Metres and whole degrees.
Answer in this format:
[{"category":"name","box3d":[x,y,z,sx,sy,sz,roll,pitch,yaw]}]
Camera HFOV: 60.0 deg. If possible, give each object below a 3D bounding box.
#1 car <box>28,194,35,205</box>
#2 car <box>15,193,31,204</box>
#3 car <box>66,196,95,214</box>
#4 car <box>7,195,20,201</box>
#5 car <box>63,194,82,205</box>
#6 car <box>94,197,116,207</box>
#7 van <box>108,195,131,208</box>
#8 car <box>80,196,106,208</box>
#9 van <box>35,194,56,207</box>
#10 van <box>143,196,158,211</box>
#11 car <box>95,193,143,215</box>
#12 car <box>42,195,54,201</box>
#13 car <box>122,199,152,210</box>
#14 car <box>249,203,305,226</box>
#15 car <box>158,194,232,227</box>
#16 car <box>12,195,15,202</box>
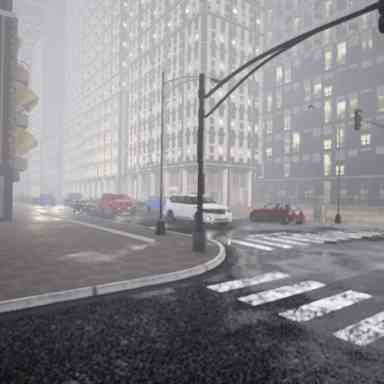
[{"category":"car","box3d":[-23.686,1.420,51.514,1.802,1.307,4.206,1,-1,-35]},{"category":"car","box3d":[-30.215,1.143,60.733,2.192,1.841,5.009,1,-1,-35]},{"category":"car","box3d":[-10.620,1.415,33.081,2.008,1.369,4.403,1,-1,-35]},{"category":"car","box3d":[-40.018,1.366,74.555,2.008,1.369,4.403,1,-1,-35]},{"category":"car","box3d":[-15.711,1.391,44.816,2.128,1.511,4.902,1,-1,-35]},{"category":"car","box3d":[-13.584,1.565,51.751,1.947,1.339,4.313,1,-1,-35]},{"category":"van","box3d":[-10.313,1.346,47.145,1.690,1.788,3.998,1,-1,-35]},{"category":"car","box3d":[-14.438,1.444,48.398,2.128,1.511,4.902,1,-1,-35]},{"category":"van","box3d":[-20.416,1.185,46.908,1.690,1.788,3.998,1,-1,-35]},{"category":"van","box3d":[-3.780,1.360,37.928,1.690,1.788,3.998,1,-1,-35]},{"category":"car","box3d":[-7.385,1.138,33.005,2.150,2.045,5.566,1,-1,-35]},{"category":"car","box3d":[-36.450,1.549,84.008,1.802,1.307,4.206,1,-1,-35]},{"category":"car","box3d":[-7.050,1.563,42.535,2.008,1.369,4.403,1,-1,-35]},{"category":"car","box3d":[6.018,1.483,24.103,1.967,1.590,4.097,1,-1,-35]},{"category":"car","box3d":[0.236,1.155,22.253,2.150,2.045,5.566,1,-1,-35]},{"category":"car","box3d":[-36.752,1.385,69.947,1.947,1.339,4.313,1,-1,-35]}]
